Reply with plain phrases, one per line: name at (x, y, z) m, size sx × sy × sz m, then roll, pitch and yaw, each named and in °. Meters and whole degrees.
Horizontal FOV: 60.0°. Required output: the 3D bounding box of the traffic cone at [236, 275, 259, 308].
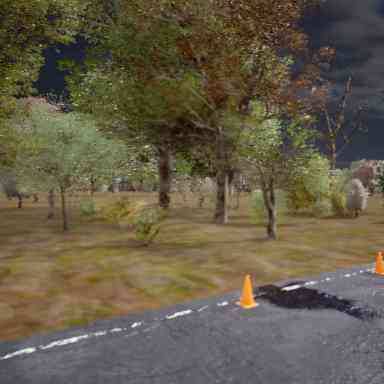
traffic cone at (1.120, 1.969, 6.688) m, size 0.340 × 0.580 × 0.340 m, roll 0°, pitch 0°, yaw -34°

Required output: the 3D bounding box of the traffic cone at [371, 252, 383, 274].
traffic cone at (5.346, 1.996, 9.472) m, size 0.340 × 0.580 × 0.340 m, roll 0°, pitch 0°, yaw -33°
